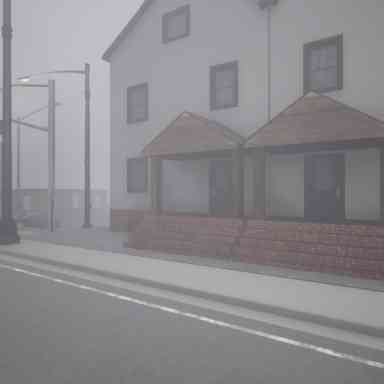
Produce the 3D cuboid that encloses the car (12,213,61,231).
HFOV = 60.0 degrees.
[{"bbox_3d":[-13.840,2.564,28.833,1.837,1.490,4.892,0,-9,36],"label":"car"}]
